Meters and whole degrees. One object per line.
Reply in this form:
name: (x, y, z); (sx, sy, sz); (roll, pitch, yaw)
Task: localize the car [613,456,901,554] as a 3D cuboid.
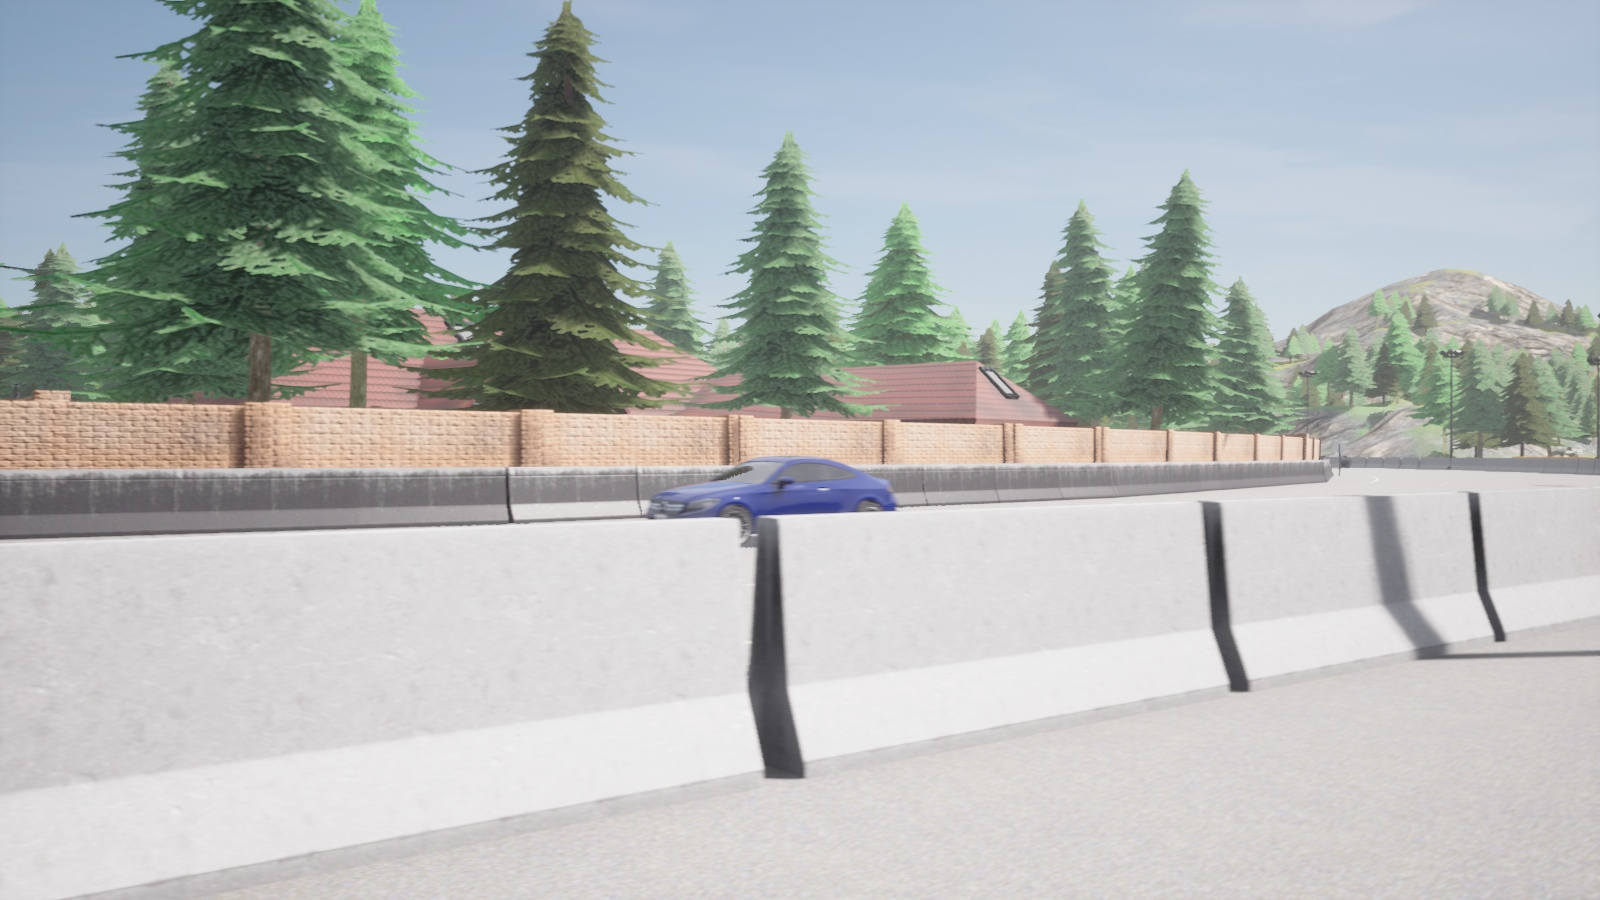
car: (-0.624, 0.825, 20.893); (4.674, 1.442, 1.812); (0, 0, -40)
